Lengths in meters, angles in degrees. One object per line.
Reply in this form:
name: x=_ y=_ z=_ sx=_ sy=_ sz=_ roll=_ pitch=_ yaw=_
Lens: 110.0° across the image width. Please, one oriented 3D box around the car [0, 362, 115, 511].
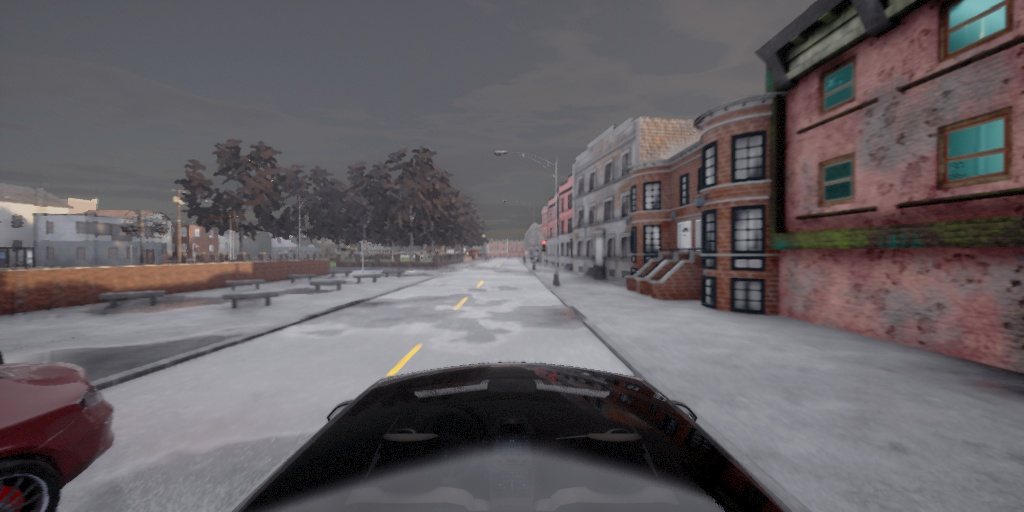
car: x=-4.100 y=1.283 z=0.931 sx=1.812 sy=1.442 sz=4.674 roll=0 pitch=1 yaw=0
